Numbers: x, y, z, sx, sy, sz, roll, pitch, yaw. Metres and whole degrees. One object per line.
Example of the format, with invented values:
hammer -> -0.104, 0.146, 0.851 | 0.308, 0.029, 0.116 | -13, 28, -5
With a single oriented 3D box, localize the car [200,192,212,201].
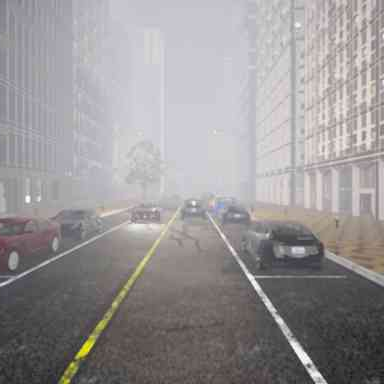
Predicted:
car -> 2.720, 0.860, 67.429 | 2.192, 1.841, 5.009 | 0, 0, 0

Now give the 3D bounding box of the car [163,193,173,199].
car -> -5.658, 1.025, 78.830 | 1.947, 1.339, 4.313 | 0, 0, 0

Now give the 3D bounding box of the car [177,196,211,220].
car -> 0.110, 1.336, 26.521 | 2.163, 1.488, 4.792 | 0, 0, 0

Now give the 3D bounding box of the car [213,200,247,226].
car -> 2.701, 1.429, 21.893 | 1.947, 1.339, 4.313 | 0, 0, 0

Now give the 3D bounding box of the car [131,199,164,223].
car -> -3.090, 1.415, 23.728 | 1.994, 1.385, 4.181 | 0, 0, 0

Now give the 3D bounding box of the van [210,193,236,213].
van -> 2.704, 1.167, 27.586 | 1.690, 1.788, 3.998 | 0, 0, 0

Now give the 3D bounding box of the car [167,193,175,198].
car -> -5.654, 0.952, 90.213 | 1.802, 1.307, 4.206 | 0, 0, 0

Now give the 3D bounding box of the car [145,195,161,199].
car -> -5.671, 1.235, 44.505 | 1.752, 1.417, 4.829 | 0, 0, 0

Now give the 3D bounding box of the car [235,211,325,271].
car -> 2.697, 1.501, 10.509 | 1.947, 1.339, 4.313 | 0, 0, 0

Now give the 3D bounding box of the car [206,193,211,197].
car -> 2.706, 1.228, 33.277 | 1.967, 1.590, 4.097 | 0, 0, 0

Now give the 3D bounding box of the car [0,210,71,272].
car -> -5.683, 1.479, 10.520 | 1.887, 1.381, 4.507 | 0, 0, 0

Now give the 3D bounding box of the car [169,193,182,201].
car -> -2.991, 1.036, 65.408 | 1.882, 1.535, 5.008 | 0, 0, 1

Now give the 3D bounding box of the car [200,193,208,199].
car -> 2.723, 0.983, 78.983 | 1.752, 1.417, 4.829 | 0, 0, 0

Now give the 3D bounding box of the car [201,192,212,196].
car -> 2.715, 0.943, 56.044 | 2.192, 1.841, 5.009 | 0, 0, 0

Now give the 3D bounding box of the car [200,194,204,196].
car -> 0.115, 1.292, 41.879 | 1.994, 1.385, 4.181 | 0, 0, 0

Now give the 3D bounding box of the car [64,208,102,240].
car -> -5.682, 1.465, 16.213 | 1.947, 1.339, 4.313 | 0, 0, 0

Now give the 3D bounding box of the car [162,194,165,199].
car -> -5.669, 1.219, 50.369 | 2.008, 1.369, 4.403 | 0, 0, 0

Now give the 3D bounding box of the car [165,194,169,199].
car -> -5.660, 1.053, 73.137 | 2.008, 1.369, 4.403 | 0, 0, 0
